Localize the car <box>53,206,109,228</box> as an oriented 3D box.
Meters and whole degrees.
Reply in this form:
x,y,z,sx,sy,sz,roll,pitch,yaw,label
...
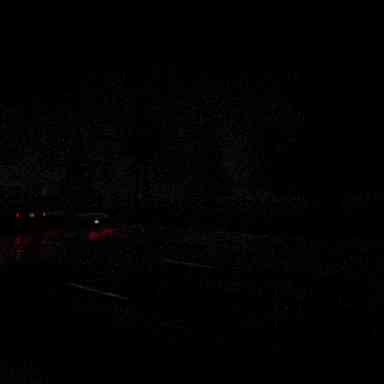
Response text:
x,y,z,sx,sy,sz,roll,pitch,yaw,label
-7.886,1.607,22.524,4.718,1.301,1.895,0,0,36,car

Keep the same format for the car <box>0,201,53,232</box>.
x,y,z,sx,sy,sz,roll,pitch,yaw,label
-10.939,1.358,20.403,4.553,1.767,2.097,0,0,36,car
